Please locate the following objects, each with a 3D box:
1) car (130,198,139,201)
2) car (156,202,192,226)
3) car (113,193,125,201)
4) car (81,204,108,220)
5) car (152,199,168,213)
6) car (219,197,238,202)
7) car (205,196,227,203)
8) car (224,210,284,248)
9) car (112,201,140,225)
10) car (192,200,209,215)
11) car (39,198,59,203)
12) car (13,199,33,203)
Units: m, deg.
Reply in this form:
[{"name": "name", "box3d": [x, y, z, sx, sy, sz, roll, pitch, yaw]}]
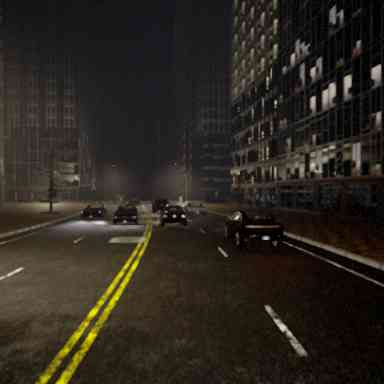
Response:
[{"name": "car", "box3d": [-11.123, 1.928, 64.714, 1.994, 1.385, 4.181, 0, 0, -9]}, {"name": "car", "box3d": [-1.466, 1.696, 24.924, 2.033, 1.411, 5.357, 0, 0, -7]}, {"name": "car", "box3d": [-15.415, 1.262, 70.749, 2.150, 2.045, 5.566, 0, 0, -9]}, {"name": "car", "box3d": [-8.967, 1.807, 30.670, 1.895, 1.301, 4.718, 0, 0, -8]}, {"name": "car", "box3d": [-3.905, 1.597, 41.450, 2.097, 1.767, 4.553, 0, 0, -9]}, {"name": "car", "box3d": [9.897, 2.085, 91.234, 4.829, 1.417, 1.752, 0, 0, -8]}, {"name": "car", "box3d": [5.714, 1.931, 82.144, 5.009, 1.841, 2.192, 0, 0, -8]}, {"name": "car", "box3d": [2.689, 1.577, 15.251, 2.128, 1.511, 4.902, 0, 0, -4]}, {"name": "car", "box3d": [-5.079, 1.714, 26.161, 2.033, 1.411, 5.357, 0, 0, -7]}, {"name": "car", "box3d": [0.212, 1.804, 36.395, 1.895, 1.301, 4.718, 0, 0, -9]}, {"name": "car", "box3d": [-32.779, 1.951, 76.320, 4.313, 1.339, 1.947, 0, 0, -8]}, {"name": "car", "box3d": [-38.408, 1.932, 75.525, 4.206, 1.307, 1.802, 0, 0, -8]}]
